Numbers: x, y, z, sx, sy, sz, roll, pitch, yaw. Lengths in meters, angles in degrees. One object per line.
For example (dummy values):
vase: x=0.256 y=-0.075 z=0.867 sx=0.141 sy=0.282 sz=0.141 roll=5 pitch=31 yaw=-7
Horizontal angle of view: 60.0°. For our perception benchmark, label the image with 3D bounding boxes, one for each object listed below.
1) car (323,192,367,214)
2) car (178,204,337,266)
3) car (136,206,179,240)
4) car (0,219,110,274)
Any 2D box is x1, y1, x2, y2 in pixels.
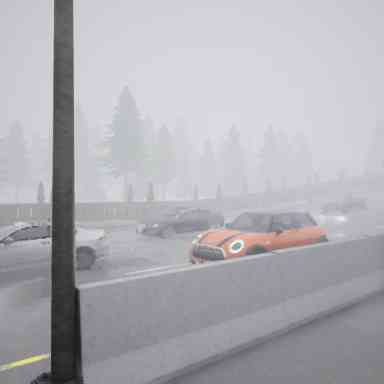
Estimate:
car: x=12.237 y=0.793 z=26.542 sx=4.674 sy=1.442 sz=1.812 roll=-5 pitch=3 yaw=-37
car: x=2.117 y=1.353 z=10.064 sx=4.553 sy=1.767 sz=2.097 roll=0 pitch=0 yaw=-38
car: x=-0.465 y=1.479 z=16.914 sx=4.902 sy=1.511 sz=2.128 roll=-1 pitch=1 yaw=-38
car: x=-4.633 y=1.527 z=9.282 sx=4.674 sy=1.442 sz=1.812 roll=0 pitch=0 yaw=-38
